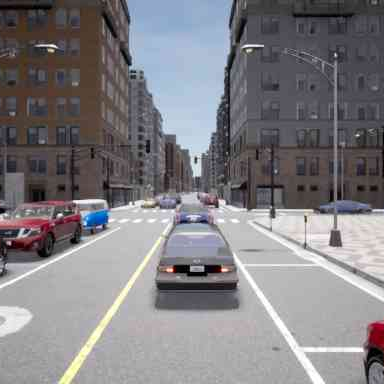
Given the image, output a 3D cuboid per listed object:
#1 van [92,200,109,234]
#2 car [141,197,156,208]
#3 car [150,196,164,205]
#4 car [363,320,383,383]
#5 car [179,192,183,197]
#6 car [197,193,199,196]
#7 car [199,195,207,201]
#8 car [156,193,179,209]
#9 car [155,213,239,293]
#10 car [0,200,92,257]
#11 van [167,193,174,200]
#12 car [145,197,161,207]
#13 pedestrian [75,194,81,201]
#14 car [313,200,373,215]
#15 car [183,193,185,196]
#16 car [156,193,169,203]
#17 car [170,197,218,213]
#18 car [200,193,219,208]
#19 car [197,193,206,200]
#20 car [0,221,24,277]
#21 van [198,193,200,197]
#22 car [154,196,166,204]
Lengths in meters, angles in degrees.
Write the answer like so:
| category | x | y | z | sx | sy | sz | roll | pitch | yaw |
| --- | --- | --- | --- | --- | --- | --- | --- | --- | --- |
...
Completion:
| category | x | y | z | sx | sy | sz | roll | pitch | yaw |
| --- | --- | --- | --- | --- | --- | --- | --- | --- | --- |
| van | -5.881 | 1.337 | 18.699 | 1.690 | 1.788 | 3.998 | 0 | 0 | 0 |
| car | -5.913 | 1.460 | 45.545 | 1.752 | 1.417 | 4.829 | 0 | 0 | 0 |
| car | -5.927 | 1.429 | 56.855 | 1.752 | 1.417 | 4.829 | 0 | 0 | 0 |
| car | 2.666 | 1.545 | 1.764 | 1.887 | 1.381 | 4.507 | 0 | 0 | 0 |
| car | -3.146 | 1.131 | 56.332 | 2.150 | 2.045 | 5.566 | 0 | 0 | 2 |
| car | 2.577 | 1.379 | 74.152 | 1.752 | 1.417 | 4.829 | 0 | 0 | 0 |
| car | 2.570 | 1.419 | 79.639 | 1.802 | 1.307 | 4.206 | 0 | 0 | 0 |
| car | -3.151 | 1.290 | 44.296 | 2.097 | 1.767 | 4.553 | 0 | 0 | 0 |
| car | 0.091 | 1.547 | 8.995 | 2.033 | 1.411 | 5.357 | 0 | 0 | 0 |
| car | -5.874 | 1.314 | 13.058 | 2.192 | 1.841 | 5.009 | 0 | 0 | 0 |
| van | -5.969 | 1.143 | 90.955 | 1.690 | 1.788 | 3.998 | 0 | 0 | 0 |
| car | -5.920 | 1.485 | 51.371 | 1.947 | 1.339 | 4.313 | 0 | 0 | 0 |
| pedestrian | -12.597 | 1.093 | 36.657 | 0.375 | 1.860 | 0.375 | 0 | 0 | 1 |
| car | 15.027 | 1.504 | 33.235 | 5.357 | 1.411 | 2.033 | 0 | 0 | 1 |
| car | -3.086 | 1.366 | 69.242 | 2.128 | 1.511 | 4.902 | 0 | 0 | 0 |
| car | -5.941 | 1.186 | 68.335 | 2.192 | 1.841 | 5.009 | 0 | 0 | 0 |
| car | 0.071 | 1.349 | 18.468 | 2.097 | 1.767 | 4.553 | 0 | 0 | 0 |
| car | 2.613 | 1.249 | 45.698 | 2.192 | 1.841 | 5.009 | 0 | 0 | 0 |
| car | 2.556 | 1.117 | 90.951 | 2.192 | 1.841 | 5.009 | 0 | 0 | 0 |
| car | -5.867 | 1.565 | 7.418 | 1.947 | 1.339 | 4.313 | 0 | 0 | 0 |
| van | 2.592 | 1.229 | 62.669 | 1.690 | 1.788 | 3.998 | 0 | 0 | 0 |
| car | -5.934 | 1.414 | 62.510 | 1.752 | 1.417 | 4.829 | 0 | 0 | 0 |
